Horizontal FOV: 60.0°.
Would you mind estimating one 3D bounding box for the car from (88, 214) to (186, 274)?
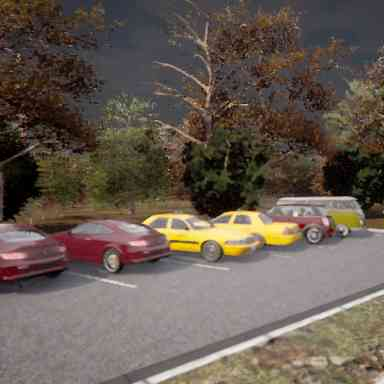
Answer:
[{"bbox_3d":[-2.772,1.536,10.542,4.674,1.452,2.002,-1,-1,34],"label":"car"}]

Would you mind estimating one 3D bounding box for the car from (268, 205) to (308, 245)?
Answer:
[{"bbox_3d":[1.832,1.489,14.169,5.366,1.575,1.946,-1,0,33],"label":"car"}]

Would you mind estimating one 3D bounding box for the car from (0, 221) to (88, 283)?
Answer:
[{"bbox_3d":[-5.167,1.539,8.800,4.674,1.452,2.002,-1,-1,34],"label":"car"}]

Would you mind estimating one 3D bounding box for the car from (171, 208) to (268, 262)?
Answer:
[{"bbox_3d":[-0.232,1.487,12.201,5.366,1.575,1.946,-1,-1,34],"label":"car"}]

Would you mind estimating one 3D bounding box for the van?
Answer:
[{"bbox_3d":[6.804,1.256,17.586,4.442,1.987,1.878,-1,-1,33],"label":"van"}]

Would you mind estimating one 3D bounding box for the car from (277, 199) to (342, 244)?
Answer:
[{"bbox_3d":[4.379,1.360,15.830,4.553,1.767,2.185,-1,0,33],"label":"car"}]
